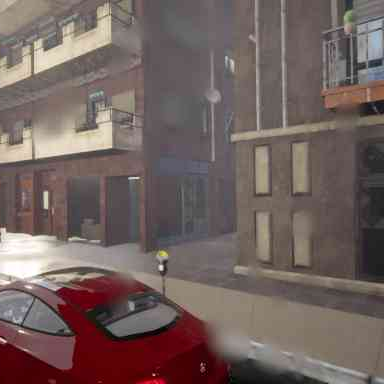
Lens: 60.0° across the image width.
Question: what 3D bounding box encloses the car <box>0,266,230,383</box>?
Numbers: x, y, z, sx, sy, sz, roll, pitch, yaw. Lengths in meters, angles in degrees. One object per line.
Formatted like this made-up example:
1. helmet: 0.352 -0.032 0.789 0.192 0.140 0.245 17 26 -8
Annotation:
1. car: -1.566 1.583 3.970 4.206 1.307 1.802 0 -1 36
